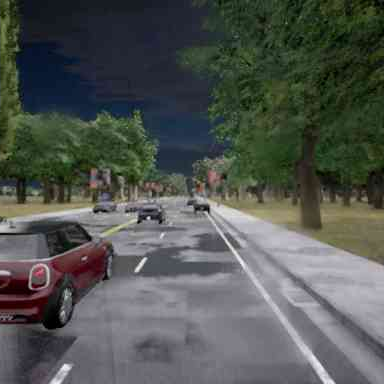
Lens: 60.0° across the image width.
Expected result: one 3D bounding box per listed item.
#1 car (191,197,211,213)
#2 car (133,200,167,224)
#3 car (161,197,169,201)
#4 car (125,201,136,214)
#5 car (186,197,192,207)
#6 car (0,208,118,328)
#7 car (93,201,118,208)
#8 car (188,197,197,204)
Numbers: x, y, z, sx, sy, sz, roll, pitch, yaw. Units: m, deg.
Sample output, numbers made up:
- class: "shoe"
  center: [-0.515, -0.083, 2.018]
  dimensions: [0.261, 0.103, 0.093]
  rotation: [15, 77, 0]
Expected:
- class: "car"
  center: [1.173, 1.686, 39.451]
  dimensions: [1.882, 1.535, 5.008]
  rotation: [0, 0, 0]
- class: "car"
  center: [-3.126, 1.644, 26.416]
  dimensions: [1.837, 1.490, 4.892]
  rotation: [0, 0, 0]
- class: "car"
  center: [-6.430, 1.714, 79.345]
  dimensions: [1.812, 1.442, 4.674]
  rotation: [0, 0, 0]
- class: "car"
  center: [-6.553, 1.769, 38.871]
  dimensions: [1.994, 1.385, 4.181]
  rotation: [0, 0, 0]
- class: "car"
  center: [0.052, 1.815, 58.488]
  dimensions: [1.837, 1.490, 4.892]
  rotation: [0, 0, 0]
- class: "car"
  center: [-3.143, 1.391, 7.201]
  dimensions: [2.097, 1.767, 4.553]
  rotation: [0, 0, 0]
- class: "car"
  center: [-9.811, 1.748, 38.029]
  dimensions: [2.033, 1.411, 5.357]
  rotation: [0, 0, 0]
- class: "car"
  center: [0.065, 1.859, 73.915]
  dimensions: [1.812, 1.442, 4.674]
  rotation: [0, 0, 0]
